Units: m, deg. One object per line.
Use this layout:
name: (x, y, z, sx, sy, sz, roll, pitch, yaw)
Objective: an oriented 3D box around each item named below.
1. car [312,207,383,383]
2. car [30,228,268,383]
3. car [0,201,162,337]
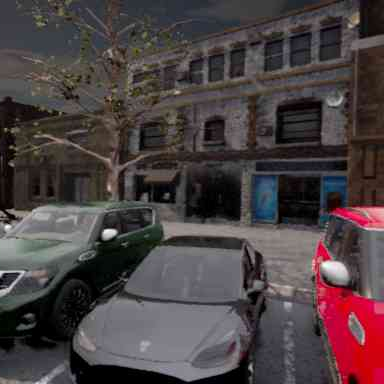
car: (2.577, 1.231, 3.545, 2.435, 2.045, 5.566, 0, -1, 15)
car: (0.121, 1.516, 5.285, 2.163, 1.488, 4.792, 0, -1, 15)
car: (-2.326, 1.239, 7.029, 2.435, 2.045, 5.566, 0, -1, 15)
